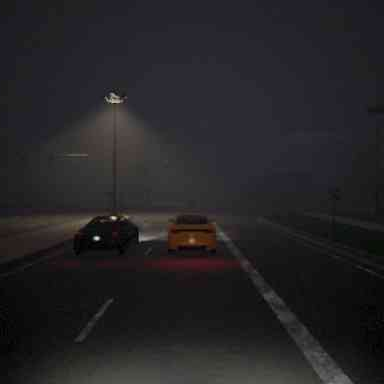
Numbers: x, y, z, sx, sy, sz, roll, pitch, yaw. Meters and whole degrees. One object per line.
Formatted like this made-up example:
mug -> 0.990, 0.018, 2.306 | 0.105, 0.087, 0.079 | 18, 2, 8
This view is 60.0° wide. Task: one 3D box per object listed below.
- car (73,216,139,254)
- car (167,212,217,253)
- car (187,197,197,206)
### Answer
car -> -3.498, 1.698, 14.237 | 1.994, 1.385, 4.181 | 0, 0, 0
car -> 0.003, 1.613, 14.386 | 1.882, 1.535, 5.008 | 0, 0, 0
car -> -0.009, 2.171, 69.204 | 1.812, 1.442, 4.674 | 0, -1, 0
